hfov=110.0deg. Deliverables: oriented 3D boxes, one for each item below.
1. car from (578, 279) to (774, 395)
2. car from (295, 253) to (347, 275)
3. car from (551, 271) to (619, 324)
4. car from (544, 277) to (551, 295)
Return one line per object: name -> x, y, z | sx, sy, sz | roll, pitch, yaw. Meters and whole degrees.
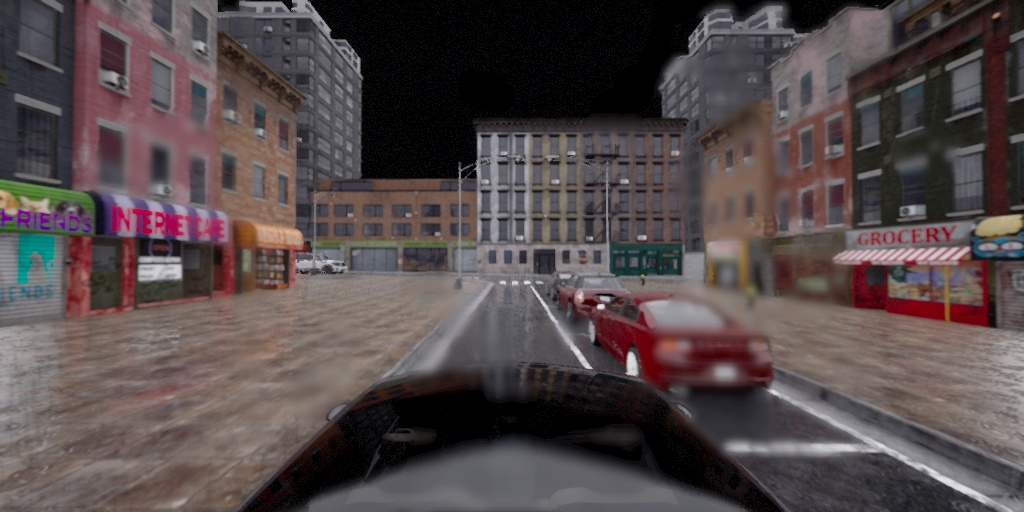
car -> 2.638, 1.323, 6.669 | 1.888, 1.381, 4.507 | 0, 0, 0
car -> -18.691, 0.738, 34.040 | 5.566, 2.045, 2.150 | 1, -1, 0
car -> 2.638, 1.248, 12.172 | 1.967, 1.591, 4.097 | 0, 0, 0
car -> 2.637, 1.390, 17.676 | 2.007, 1.370, 4.403 | 0, 0, 0
